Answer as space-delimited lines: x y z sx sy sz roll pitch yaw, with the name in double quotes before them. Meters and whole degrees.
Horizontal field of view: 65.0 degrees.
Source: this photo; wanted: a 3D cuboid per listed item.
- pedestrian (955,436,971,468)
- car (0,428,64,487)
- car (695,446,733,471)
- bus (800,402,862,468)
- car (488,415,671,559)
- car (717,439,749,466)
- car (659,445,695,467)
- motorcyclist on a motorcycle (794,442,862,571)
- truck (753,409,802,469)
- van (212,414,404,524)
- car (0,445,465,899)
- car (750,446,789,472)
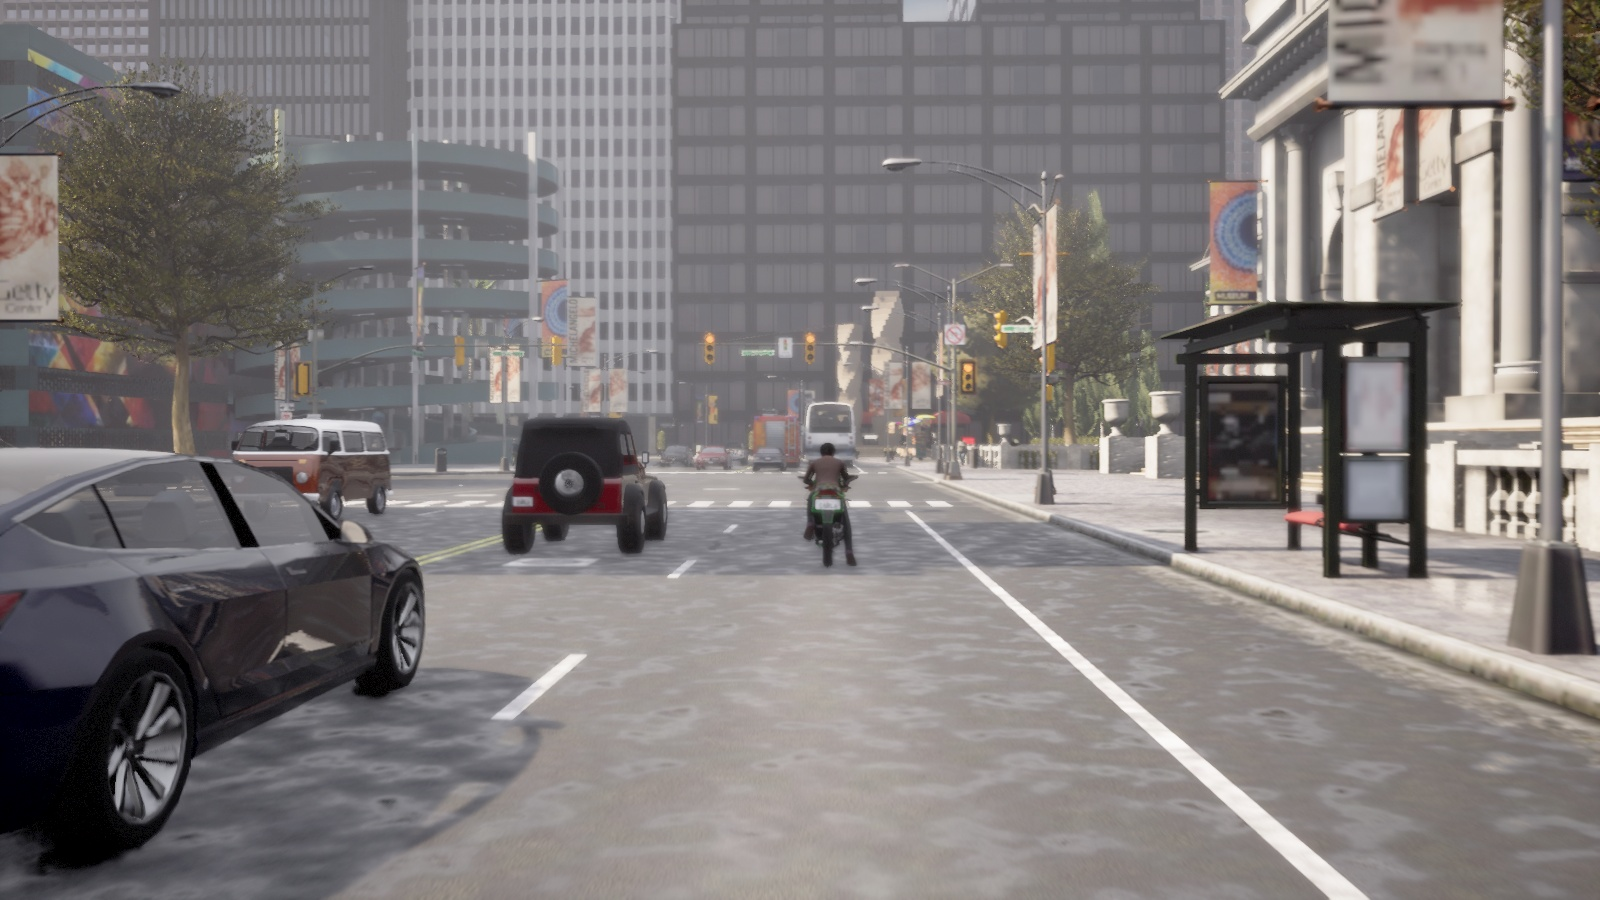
"pedestrian" 9.727 0.109 74.976 0.874 1.855 0.900 0 0 11
"car" -29.666 0.264 44.825 5.566 2.045 2.150 0 0 2
"car" -5.118 0.463 75.305 1.812 1.442 4.674 0 0 1
"bus" 2.131 -0.967 86.286 3.944 4.253 10.273 0 0 1
"car" -3.080 0.468 18.339 1.905 1.878 3.866 0 0 1
"car" -4.781 0.201 90.183 1.932 1.855 4.605 0 -1 2
"car" -8.388 0.397 86.007 1.837 1.490 4.892 0 0 1
"motorcyclist on a motorcycle" 0.356 0.665 15.832 0.797 1.523 2.044 0 0 1
"truck" -1.423 -0.749 84.158 2.891 3.827 8.468 0 0 1
"van" -9.894 0.361 25.663 2.069 2.038 4.480 0 0 1
"car" -3.361 0.719 6.085 2.163 1.488 4.792 0 0 0
"car" -1.701 0.502 71.965 2.033 1.411 5.357 0 0 1
